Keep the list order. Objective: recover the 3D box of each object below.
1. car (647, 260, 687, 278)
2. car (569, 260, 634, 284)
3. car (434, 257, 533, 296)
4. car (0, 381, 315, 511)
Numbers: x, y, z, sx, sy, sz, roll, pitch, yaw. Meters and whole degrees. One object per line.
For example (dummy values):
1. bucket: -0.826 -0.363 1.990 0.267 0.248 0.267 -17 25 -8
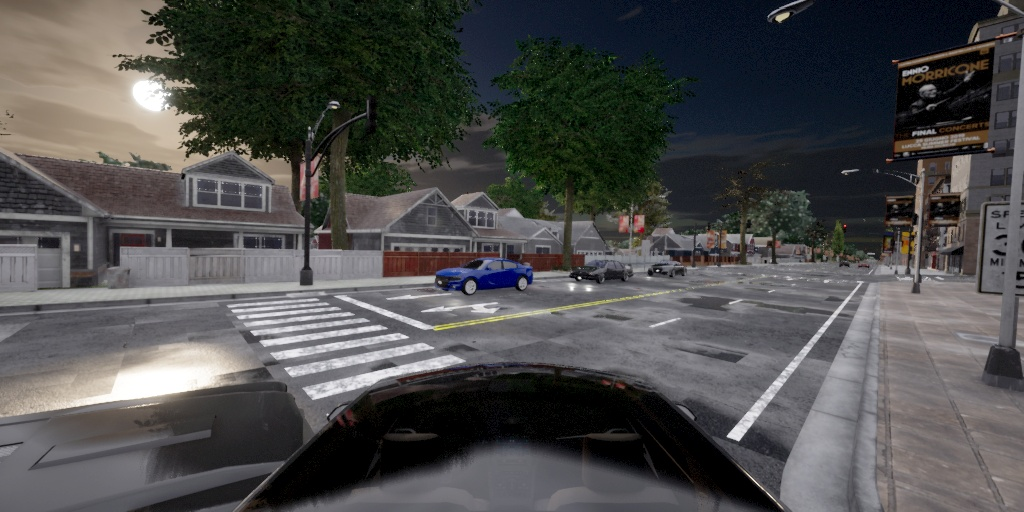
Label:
1. car: 13.164 1.021 30.321 4.181 1.385 1.994 0 2 -45
2. car: 5.987 0.948 23.378 5.357 1.411 2.033 0 2 -44
3. car: -1.159 0.825 16.437 5.008 1.535 1.882 0 2 -44
4. car: -3.308 1.293 1.244 4.718 1.301 1.895 1 2 -34
